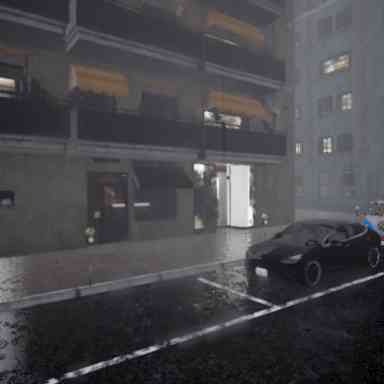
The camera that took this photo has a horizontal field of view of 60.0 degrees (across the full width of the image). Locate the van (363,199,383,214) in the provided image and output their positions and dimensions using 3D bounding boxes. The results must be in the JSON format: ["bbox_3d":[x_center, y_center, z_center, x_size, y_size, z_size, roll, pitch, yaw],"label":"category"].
[{"bbox_3d":[7.894,1.114,12.110,3.998,1.788,1.690,-1,1,-35],"label":"van"}]

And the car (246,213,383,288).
[{"bbox_3d":[3.385,1.432,8.925,4.313,1.339,1.947,-1,1,-35],"label":"car"}]
